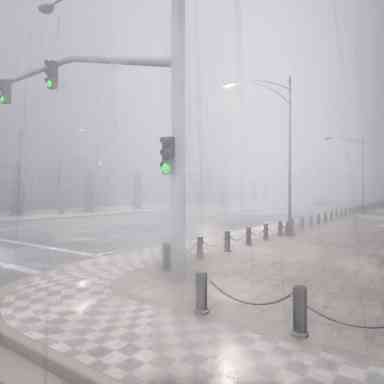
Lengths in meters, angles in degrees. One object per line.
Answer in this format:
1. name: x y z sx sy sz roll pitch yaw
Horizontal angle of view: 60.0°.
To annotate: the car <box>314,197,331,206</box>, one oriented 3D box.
1. car: 21.417 1.508 54.572 1.994 1.385 4.181 0 0 35
